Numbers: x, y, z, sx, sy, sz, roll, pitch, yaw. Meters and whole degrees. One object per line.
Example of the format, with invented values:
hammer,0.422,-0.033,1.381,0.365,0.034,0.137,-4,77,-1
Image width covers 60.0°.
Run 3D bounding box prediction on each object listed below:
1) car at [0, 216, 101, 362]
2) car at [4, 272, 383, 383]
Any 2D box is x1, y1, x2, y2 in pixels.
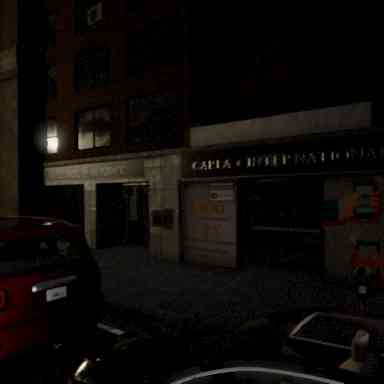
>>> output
car,-3.585,1.317,5.420,5.009,1.841,2.192,0,-1,36
car,0.874,1.551,2.232,4.403,1.369,2.008,0,-1,36
